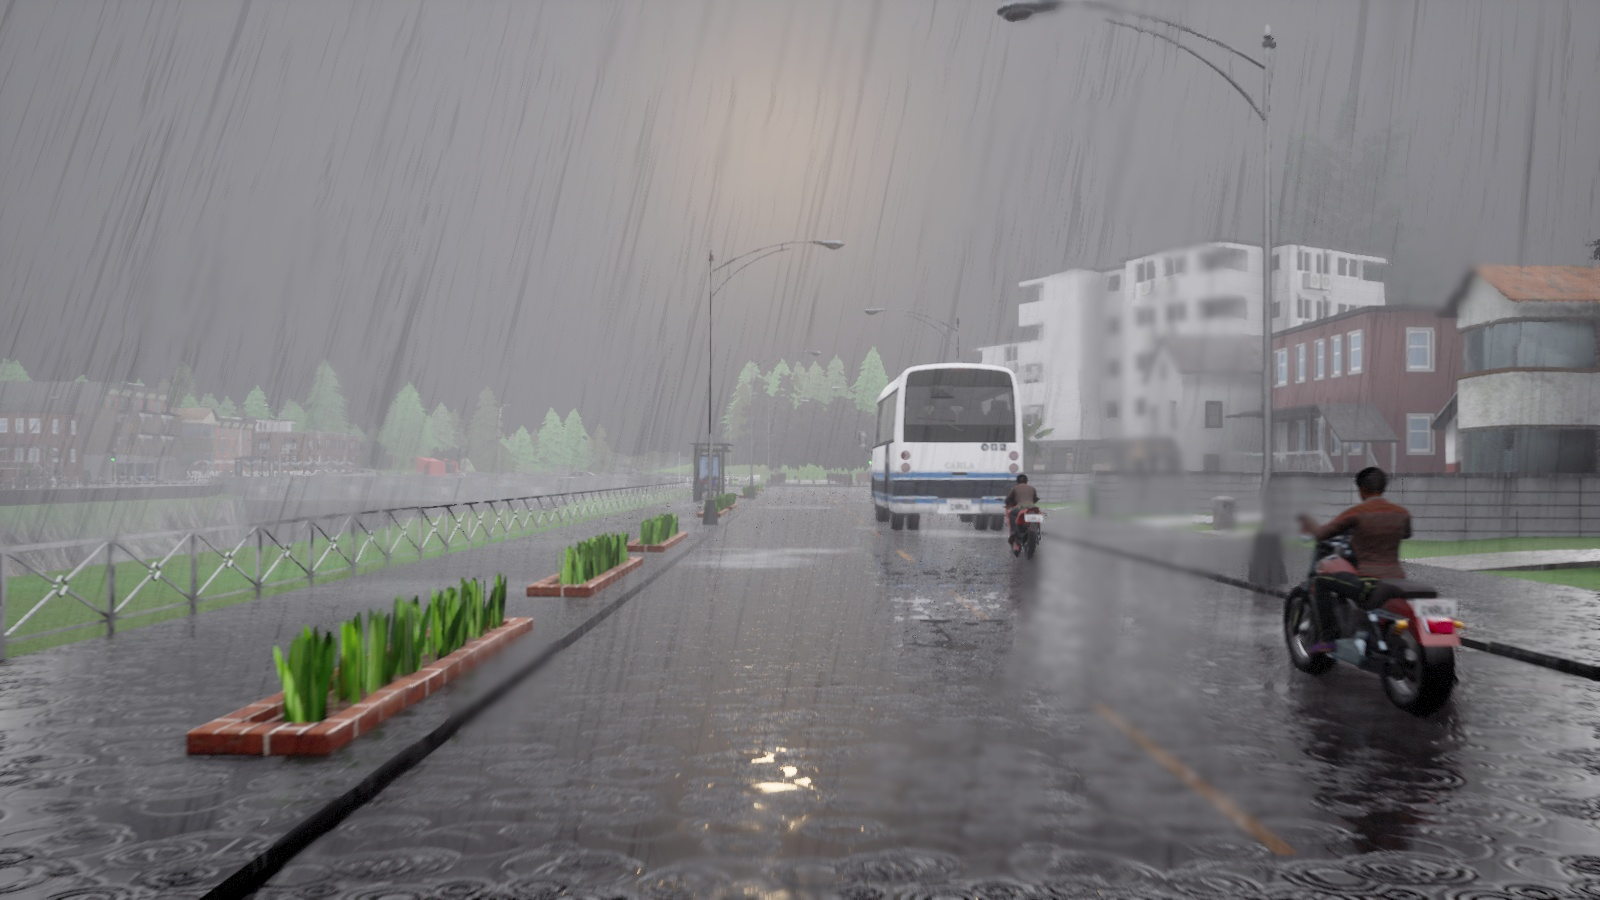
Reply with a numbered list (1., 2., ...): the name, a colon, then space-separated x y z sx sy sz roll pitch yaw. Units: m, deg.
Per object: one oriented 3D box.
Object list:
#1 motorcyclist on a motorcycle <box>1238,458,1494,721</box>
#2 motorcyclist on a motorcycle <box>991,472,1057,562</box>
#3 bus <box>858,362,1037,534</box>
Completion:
1. motorcyclist on a motorcycle: 3.979 0.901 9.092 0.766 1.649 2.350 0 -1 0
2. motorcyclist on a motorcycle: 3.948 1.154 22.299 0.797 1.523 2.044 0 -1 0
3. bus: 3.909 0.032 36.411 3.944 4.253 10.273 0 -1 0
